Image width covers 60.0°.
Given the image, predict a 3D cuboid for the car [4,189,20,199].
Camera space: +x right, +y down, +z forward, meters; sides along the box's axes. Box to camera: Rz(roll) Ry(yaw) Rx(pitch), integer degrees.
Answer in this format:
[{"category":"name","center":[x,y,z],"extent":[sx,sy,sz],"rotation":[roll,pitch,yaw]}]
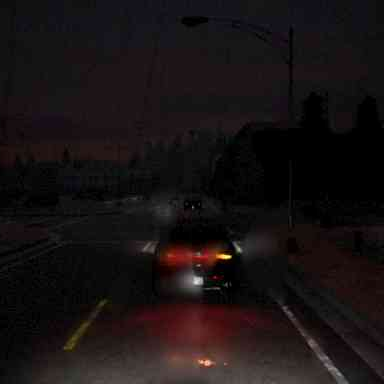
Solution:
[{"category":"car","center":[-35.765,0.696,63.421],"extent":[4.514,1.523,2.007],"rotation":[0,1,0]}]

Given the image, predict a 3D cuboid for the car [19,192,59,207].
[{"category":"car","center":[-17.390,1.014,38.461],"extent":[3.633,1.501,1.845],"rotation":[0,1,0]}]

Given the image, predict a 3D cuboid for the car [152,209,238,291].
[{"category":"car","center":[0.075,1.419,8.728],"extent":[1.837,1.490,4.892],"rotation":[0,1,0]}]

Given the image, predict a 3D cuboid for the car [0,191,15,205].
[{"category":"car","center":[-24.811,0.996,41.439],"extent":[3.806,1.475,1.970],"rotation":[0,1,0]}]

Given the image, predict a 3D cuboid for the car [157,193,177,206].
[{"category":"car","center":[-3.593,1.056,44.710],"extent":[2.128,1.511,4.902],"rotation":[0,1,0]}]

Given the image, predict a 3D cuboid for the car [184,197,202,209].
[{"category":"car","center":[0.095,1.244,36.615],"extent":[1.895,1.301,4.718],"rotation":[0,1,0]}]

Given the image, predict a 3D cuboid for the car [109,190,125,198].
[{"category":"car","center":[-17.672,0.462,72.741],"extent":[5.027,1.636,2.152],"rotation":[0,1,0]}]

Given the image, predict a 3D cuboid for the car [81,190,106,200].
[{"category":"car","center":[-17.669,0.509,59.946],"extent":[3.866,1.878,1.905],"rotation":[0,1,0]}]

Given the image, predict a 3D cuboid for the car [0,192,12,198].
[{"category":"car","center":[-43.536,0.638,75.838],"extent":[3.806,1.475,1.970],"rotation":[0,1,0]}]

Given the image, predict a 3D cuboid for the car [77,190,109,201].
[{"category":"car","center":[-17.256,0.558,57.041],"extent":[4.605,1.855,1.932],"rotation":[0,1,0]}]

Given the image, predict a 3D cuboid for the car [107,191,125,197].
[{"category":"car","center":[-17.997,0.478,79.159],"extent":[3.806,1.475,1.970],"rotation":[0,1,0]}]

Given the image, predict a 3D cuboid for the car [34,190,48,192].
[{"category":"car","center":[-35.057,0.375,75.875],"extent":[4.605,1.855,1.932],"rotation":[0,1,0]}]

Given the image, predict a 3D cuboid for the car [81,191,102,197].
[{"category":"car","center":[-25.047,0.508,82.820],"extent":[4.514,1.523,2.007],"rotation":[0,1,0]}]

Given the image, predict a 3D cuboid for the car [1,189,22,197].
[{"category":"car","center":[-42.925,0.322,79.160],"extent":[3.866,1.878,1.905],"rotation":[0,1,0]}]
